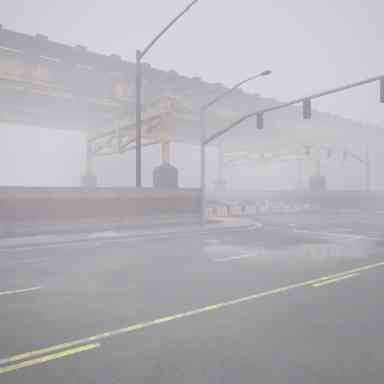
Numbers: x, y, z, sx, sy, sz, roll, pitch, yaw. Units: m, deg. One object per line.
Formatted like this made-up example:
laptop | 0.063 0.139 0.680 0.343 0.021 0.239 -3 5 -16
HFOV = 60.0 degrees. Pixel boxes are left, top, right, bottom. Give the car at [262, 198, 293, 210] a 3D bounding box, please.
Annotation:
car | 9.926 1.295 40.130 4.536 1.218 1.853 0 0 -7

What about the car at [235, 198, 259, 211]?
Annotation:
car | 6.083 1.295 36.427 1.853 1.218 4.536 0 0 18

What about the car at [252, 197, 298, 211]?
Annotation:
car | 9.978 1.453 40.136 4.974 1.542 2.038 0 0 -7

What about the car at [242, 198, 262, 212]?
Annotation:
car | 6.067 1.453 36.377 2.038 1.542 4.974 0 0 18

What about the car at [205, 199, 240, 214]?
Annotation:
car | 2.270 1.295 33.700 4.536 1.218 1.853 0 0 8

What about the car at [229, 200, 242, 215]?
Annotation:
car | 2.321 1.453 33.693 4.974 1.542 2.038 0 0 8
